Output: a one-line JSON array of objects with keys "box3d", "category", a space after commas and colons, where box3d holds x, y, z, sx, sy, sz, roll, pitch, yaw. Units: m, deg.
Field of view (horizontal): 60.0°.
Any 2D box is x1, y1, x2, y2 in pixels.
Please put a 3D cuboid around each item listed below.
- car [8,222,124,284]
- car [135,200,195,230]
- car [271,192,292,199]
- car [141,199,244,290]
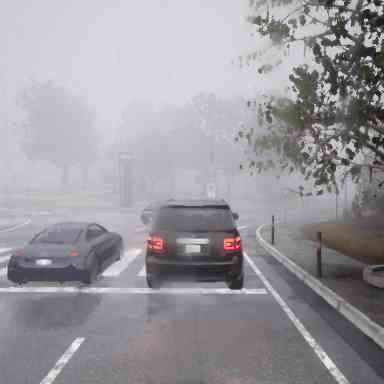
[{"box3d": [-3.297, 1.540, 9.495, 1.994, 1.385, 4.181, 0, 0, 1], "category": "car"}, {"box3d": [-1.593, 1.364, 21.701, 2.128, 1.511, 4.902, 1, 1, 18], "category": "car"}, {"box3d": [16.663, 0.674, 62.899, 1.895, 1.301, 4.718, -1, 2, -22], "category": "car"}, {"box3d": [0.147, 1.198, 9.232, 2.150, 2.045, 5.566, 0, 0, 3], "category": "car"}]
